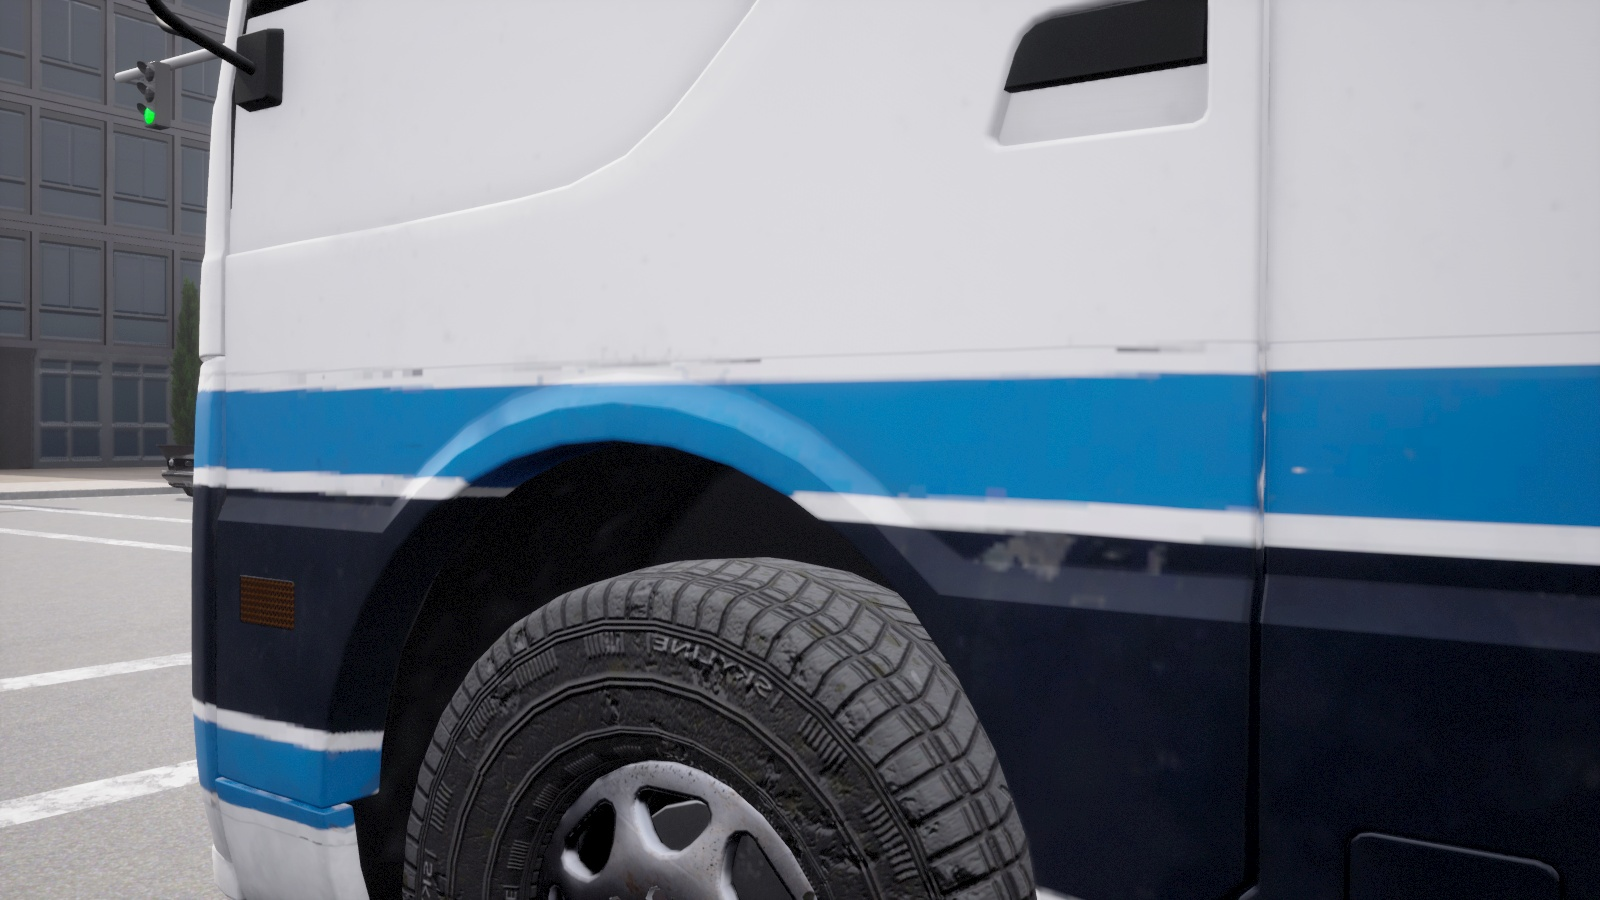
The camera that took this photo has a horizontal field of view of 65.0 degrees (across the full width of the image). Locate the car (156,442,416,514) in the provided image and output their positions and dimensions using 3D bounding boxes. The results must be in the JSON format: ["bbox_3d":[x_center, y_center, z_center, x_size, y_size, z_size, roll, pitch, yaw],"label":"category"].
[{"bbox_3d":[-10.509,0.516,26.022,1.895,1.301,4.718,0,1,34],"label":"car"}]

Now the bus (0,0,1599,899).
[{"bbox_3d":[3.120,-0.694,1.523,10.273,4.253,3.944,0,1,34],"label":"bus"}]
